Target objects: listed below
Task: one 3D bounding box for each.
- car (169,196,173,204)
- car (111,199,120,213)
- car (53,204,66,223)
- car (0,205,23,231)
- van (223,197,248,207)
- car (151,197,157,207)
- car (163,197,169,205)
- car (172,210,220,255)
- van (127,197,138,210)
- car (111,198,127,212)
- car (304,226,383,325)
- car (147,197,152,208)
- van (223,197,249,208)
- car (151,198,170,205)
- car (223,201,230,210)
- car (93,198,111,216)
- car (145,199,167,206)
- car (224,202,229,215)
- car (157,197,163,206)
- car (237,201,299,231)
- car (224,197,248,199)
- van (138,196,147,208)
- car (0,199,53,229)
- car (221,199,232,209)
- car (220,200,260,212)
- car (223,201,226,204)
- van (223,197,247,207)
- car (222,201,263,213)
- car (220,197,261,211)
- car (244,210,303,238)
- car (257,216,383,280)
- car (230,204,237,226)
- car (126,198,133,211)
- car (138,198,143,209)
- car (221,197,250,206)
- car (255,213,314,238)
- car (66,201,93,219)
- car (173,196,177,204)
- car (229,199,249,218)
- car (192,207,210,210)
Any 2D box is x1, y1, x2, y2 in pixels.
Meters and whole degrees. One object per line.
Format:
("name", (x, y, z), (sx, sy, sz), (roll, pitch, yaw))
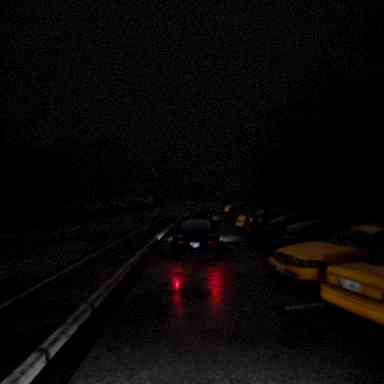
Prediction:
("car", (-8.144, 2.154, 79.996), (5.566, 2.045, 2.435), (-1, -1, -15))
("car", (-11.771, 1.965, 41.031), (4.892, 1.521, 2.231), (-1, 0, -15))
("car", (-12.803, 1.788, 25.963), (5.008, 1.535, 2.097), (-1, -1, -17))
("car", (-13.073, 1.757, 19.921), (4.674, 1.452, 2.002), (-1, 0, -18))
("van", (8.608, 1.982, 65.381), (4.442, 1.987, 1.878), (1, 0, -15))
("car", (-9.904, 1.953, 62.019), (5.566, 2.045, 2.435), (-1, 0, -15))
("car", (-8.716, 2.087, 74.010), (5.566, 2.045, 2.435), (-1, -1, -15))
("car", (0.211, 1.685, 13.947), (1.812, 1.442, 4.674), (0, 0, 2))
("van", (-10.893, 1.841, 50.080), (4.442, 1.987, 1.878), (-1, -1, -15))
("car", (-11.543, 1.999, 44.041), (5.008, 1.535, 2.097), (-1, -1, -15))
("car", (5.035, 1.555, 6.286), (5.366, 1.575, 1.946), (1, -1, -19))
("car", (-10.162, 2.170, 59.036), (5.008, 1.535, 2.097), (-1, -1, -15))
("van", (8.330, 1.949, 62.416), (4.442, 1.987, 1.878), (1, 0, -15))
("car", (-7.845, 2.314, 82.976), (4.553, 1.767, 2.185), (-1, 0, -14))
("car", (5.680, 1.846, 29.883), (4.792, 1.488, 2.163), (1, 0, -16))
("car", (-11.997, 1.803, 38.022), (4.553, 1.767, 2.185), (-1, 0, -16))
("car", (-8.426, 2.401, 76.997), (4.792, 1.488, 2.163), (-1, -1, -15))
("car", (5.535, 1.784, 26.942), (5.008, 1.535, 2.097), (1, -1, -17))
("car", (-9.336, 2.020, 68.001), (5.566, 2.045, 2.435), (-1, 0, -15))
("car", (5.115, 1.560, 18.060), (4.553, 1.767, 2.185), (1, -1, -18))
("car", (6.524, 1.821, 41.715), (4.553, 1.767, 2.185), (1, -1, -15))
("van", (-10.334, 1.909, 56.078), (4.442, 1.987, 1.878), (-1, -1, -15))
("car", (-12.925, 1.501, 22.960), (5.566, 2.045, 2.435), (-1, -1, -18))
("car", (6.310, 1.915, 38.766), (5.008, 1.535, 2.097), (1, -1, -15))
("car", (6.882, 2.007, 47.584), (5.366, 1.575, 1.946), (1, 0, -15))
("car", (5.927, 1.879, 32.867), (4.792, 1.488, 2.163), (1, -1, -16))
("van", (8.885, 2.015, 68.345), (4.442, 1.987, 1.878), (1, 0, -15))
("car", (6.795, 1.981, 44.679), (4.892, 1.521, 2.231), (1, -1, -15))
("car", (7.357, 1.794, 50.609), (5.566, 2.045, 2.435), (1, -1, -15))
("car", (5.042, 1.694, 15.107), (4.674, 1.452, 2.002), (1, -1, -18))
("car", (4.732, 1.582, 9.122), (5.366, 1.575, 1.946), (1, 0, -19))
("car", (5.435, 1.719, 21.084), (5.366, 1.575, 1.946), (1, -1, -17))
("car", (-11.450, 2.033, 46.988), (5.366, 1.575, 1.946), (-1, 0, -15))
("car", (-10.751, 2.132, 53.032), (4.792, 1.488, 2.163), (-1, 0, -15))
("car", (9.305, 2.025, 71.350), (5.566, 2.045, 2.435), (1, -1, -15))
("car", (4.964, 1.661, 12.147), (4.674, 1.452, 2.002), (1, -1, -18))
("car", (-12.439, 1.858, 31.990), (5.008, 1.535, 2.097), (-1, 0, -17))
("car", (-7.290, 2.507, 88.967), (5.008, 1.535, 2.097), (-1, -1, -14))
("car", (5.424, 1.626, 23.989), (4.553, 1.767, 2.185), (1, 0, -17))
("car", (0.806, 1.924, 28.356), (1.895, 1.301, 4.718), (0, -1, 4))
